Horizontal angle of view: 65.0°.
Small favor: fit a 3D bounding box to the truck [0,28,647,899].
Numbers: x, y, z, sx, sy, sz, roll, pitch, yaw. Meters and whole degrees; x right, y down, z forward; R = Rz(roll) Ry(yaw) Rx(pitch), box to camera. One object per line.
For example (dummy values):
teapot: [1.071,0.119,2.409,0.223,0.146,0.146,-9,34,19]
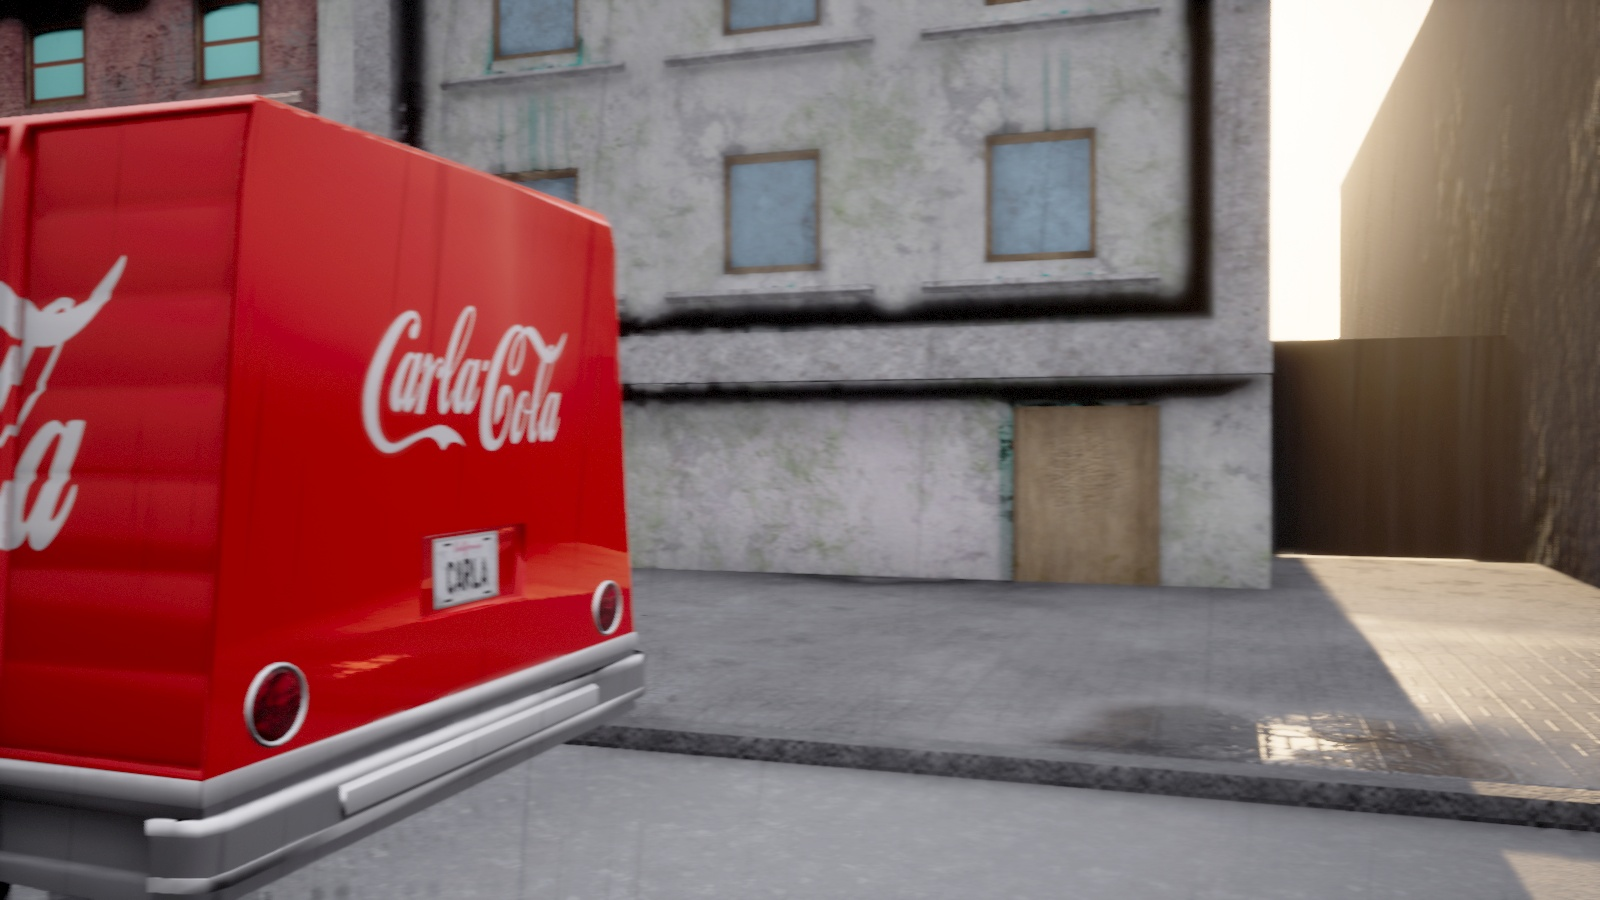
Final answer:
truck: [-3.535,0.247,4.905,5.204,2.467,2.627,1,1,19]
